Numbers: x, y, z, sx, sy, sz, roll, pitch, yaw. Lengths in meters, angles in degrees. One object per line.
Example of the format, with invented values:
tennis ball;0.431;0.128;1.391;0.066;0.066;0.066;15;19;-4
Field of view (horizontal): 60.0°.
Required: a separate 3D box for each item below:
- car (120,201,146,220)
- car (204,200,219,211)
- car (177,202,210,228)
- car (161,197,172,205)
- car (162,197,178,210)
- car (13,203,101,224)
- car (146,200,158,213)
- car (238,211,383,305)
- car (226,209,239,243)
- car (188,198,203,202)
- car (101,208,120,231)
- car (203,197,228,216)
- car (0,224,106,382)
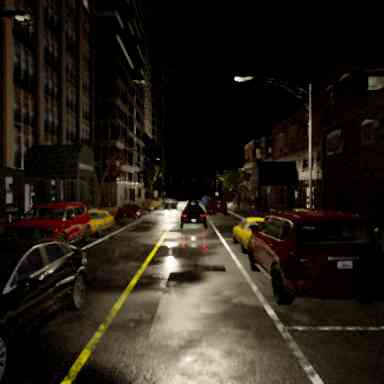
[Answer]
car;-5.690;1.753;30.351;1.887;1.381;4.507;-1;0;0
car;2.696;1.888;46.939;1.947;1.339;4.313;-1;0;0
car;0.110;1.689;23.792;1.812;1.442;4.674;0;0;0
car;-5.675;1.952;74.629;1.967;1.590;4.097;-1;0;0
car;-3.042;1.823;48.095;2.128;1.511;4.902;0;-1;0
car;-5.700;1.410;13.748;2.192;1.841;5.009;-1;0;0
car;-5.687;1.808;41.250;1.752;1.417;4.829;-1;0;0
car;2.678;1.373;8.201;2.192;1.841;5.009;-1;0;0
car;2.684;1.622;13.903;1.752;1.417;4.829;-1;0;0
car;0.116;1.851;44.195;2.033;1.411;5.357;0;0;0
car;-5.695;1.657;19.112;1.752;1.417;4.829;-1;0;0
car;2.688;1.562;35.873;2.192;1.841;5.009;-1;0;0
car;-3.098;1.528;5.142;2.128;1.511;4.902;0;0;0
